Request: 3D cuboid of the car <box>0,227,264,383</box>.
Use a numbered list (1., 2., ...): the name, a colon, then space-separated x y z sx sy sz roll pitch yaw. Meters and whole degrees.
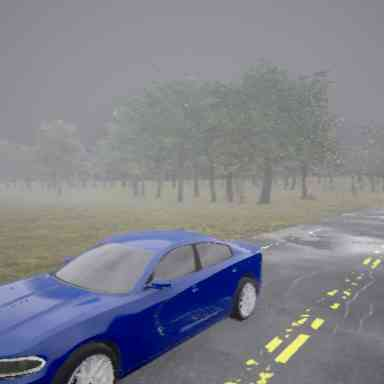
1. car: -0.692 1.366 4.950 1.882 1.535 5.008 2 1 38
